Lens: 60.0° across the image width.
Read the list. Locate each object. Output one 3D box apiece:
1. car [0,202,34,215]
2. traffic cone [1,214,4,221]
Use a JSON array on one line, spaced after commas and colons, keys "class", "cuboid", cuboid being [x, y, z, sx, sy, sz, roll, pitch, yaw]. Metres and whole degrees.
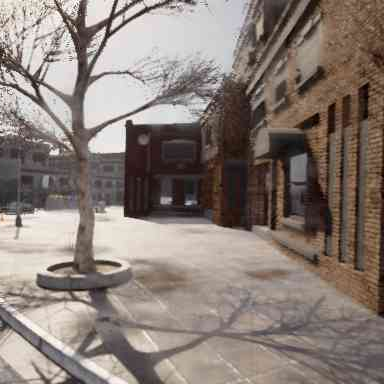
[{"class": "car", "cuboid": [-19.899, 1.811, 37.880, 1.994, 1.385, 4.181, 1, -1, 7]}, {"class": "traffic cone", "cuboid": [-15.882, 2.144, 27.858, 0.340, 0.580, 0.340, 2, -1, -18]}]
